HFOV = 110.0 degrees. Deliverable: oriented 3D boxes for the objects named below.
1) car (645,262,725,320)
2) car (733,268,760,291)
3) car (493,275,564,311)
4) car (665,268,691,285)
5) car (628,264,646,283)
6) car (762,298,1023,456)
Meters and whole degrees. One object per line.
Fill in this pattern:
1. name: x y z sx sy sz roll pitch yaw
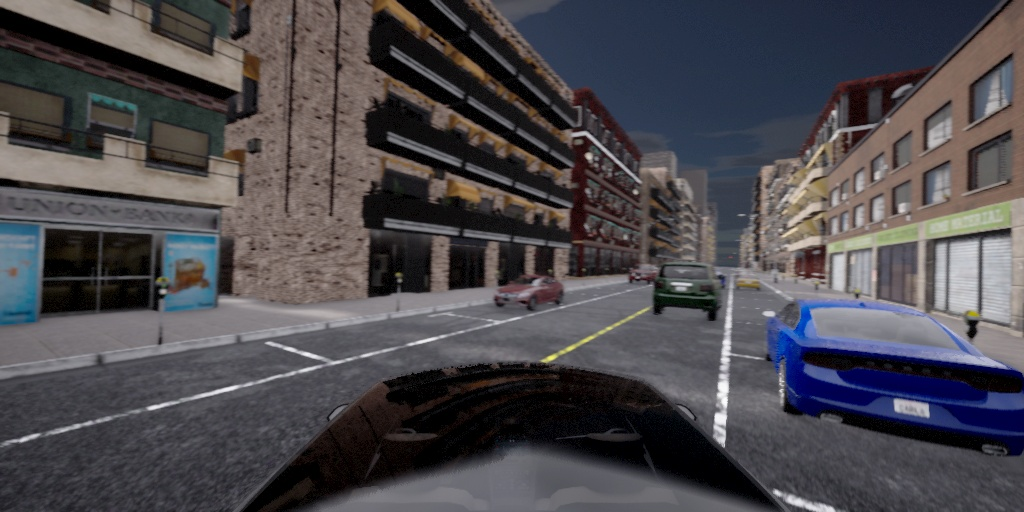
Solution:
1. car: 7.302 1.288 14.735 2.150 2.045 5.566 1 -1 32
2. car: 19.902 2.082 30.326 1.751 1.417 4.829 0 0 32
3. car: 0.865 1.462 15.387 1.802 1.307 4.207 0 0 32
4. car: 16.951 2.024 36.475 1.837 1.490 4.892 1 -1 32
5. car: 12.682 1.691 34.580 2.192 1.841 5.009 0 0 32
6. car: 5.279 1.416 5.683 1.882 1.535 5.008 1 -1 32
